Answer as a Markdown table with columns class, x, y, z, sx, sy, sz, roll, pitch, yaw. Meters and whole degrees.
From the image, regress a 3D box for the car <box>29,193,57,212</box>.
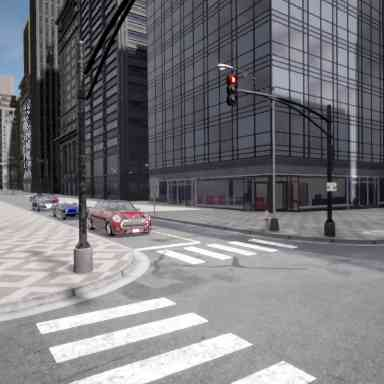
| class | x | y | z | sx | sy | sz | roll | pitch | yaw |
| --- | --- | --- | --- | --- | --- | --- | --- | --- | --- |
| car | -15.425 | 1.178 | 34.668 | 2.128 | 1.511 | 4.902 | -1 | 1 | -34 |

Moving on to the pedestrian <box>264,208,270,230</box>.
| class | x | y | z | sx | sy | sz | roll | pitch | yaw |
| --- | --- | --- | --- | --- | --- | --- | --- | --- | --- |
| pedestrian | 3.892 | 1.373 | 17.276 | 0.500 | 1.100 | 0.500 | 0 | 0 | -34 |

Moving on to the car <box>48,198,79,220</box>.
| class | x | y | z | sx | sy | sz | roll | pitch | yaw |
| --- | --- | --- | --- | --- | --- | --- | --- | --- | --- |
| car | -9.607 | 1.389 | 26.075 | 1.895 | 1.301 | 4.718 | -1 | 1 | -34 |

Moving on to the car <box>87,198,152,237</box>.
| class | x | y | z | sx | sy | sz | roll | pitch | yaw |
| --- | --- | --- | --- | --- | --- | --- | --- | --- | --- |
| car | -3.933 | 1.234 | 17.692 | 2.097 | 1.767 | 4.553 | -1 | 1 | -34 |

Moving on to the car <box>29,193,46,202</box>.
| class | x | y | z | sx | sy | sz | roll | pitch | yaw |
| --- | --- | --- | --- | --- | --- | --- | --- | --- | --- |
| car | -26.096 | 0.882 | 56.060 | 1.837 | 1.490 | 4.892 | -1 | 1 | -34 |

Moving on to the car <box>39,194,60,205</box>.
| class | x | y | z | sx | sy | sz | roll | pitch | yaw |
| --- | --- | --- | --- | --- | --- | --- | --- | --- | --- |
| car | -20.547 | 1.062 | 47.892 | 1.994 | 1.385 | 4.181 | -1 | 1 | -34 |
